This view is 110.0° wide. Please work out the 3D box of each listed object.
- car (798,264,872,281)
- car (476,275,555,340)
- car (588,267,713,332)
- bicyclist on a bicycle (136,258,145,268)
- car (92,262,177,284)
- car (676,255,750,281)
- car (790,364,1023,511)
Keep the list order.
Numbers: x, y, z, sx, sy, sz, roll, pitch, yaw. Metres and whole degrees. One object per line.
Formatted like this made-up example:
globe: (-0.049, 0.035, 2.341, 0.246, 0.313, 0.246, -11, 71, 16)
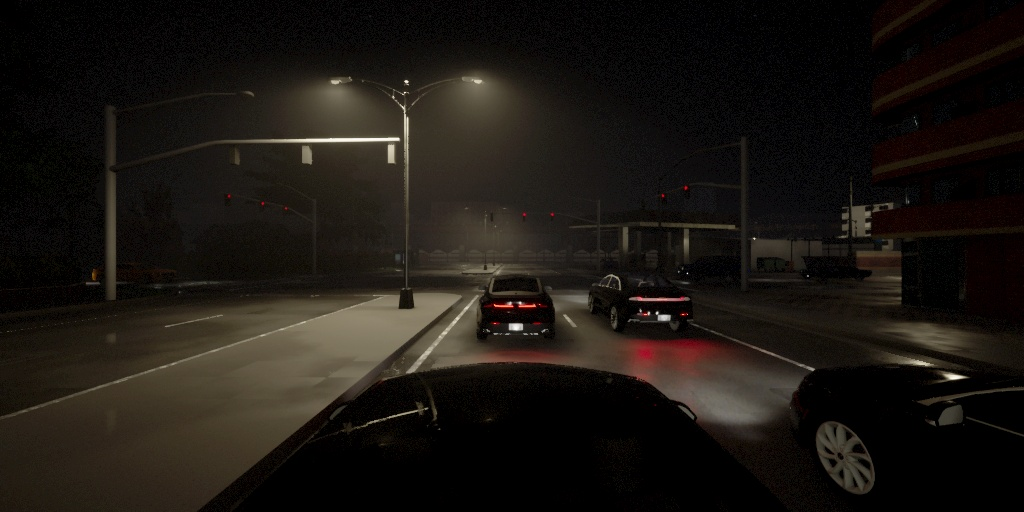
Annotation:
car: (26.945, 1.351, 30.011, 4.718, 1.301, 1.895, 0, 0, -1)
car: (0.097, 1.255, 10.016, 1.837, 1.490, 4.892, 0, 0, 0)
car: (3.604, 1.242, 10.871, 2.128, 1.511, 4.902, 0, 0, 0)
bicyclist on a bicycle: (-38.222, 1.053, 36.751, 0.582, 1.620, 1.656, 0, 0, 0)
car: (-27.587, 1.228, 26.331, 5.008, 1.535, 1.882, 0, 0, 0)
car: (16.637, 0.972, 29.864, 5.566, 2.045, 2.150, 0, 0, -1)
car: (3.600, 1.255, 1.463, 1.837, 1.490, 4.892, 0, 0, 0)
